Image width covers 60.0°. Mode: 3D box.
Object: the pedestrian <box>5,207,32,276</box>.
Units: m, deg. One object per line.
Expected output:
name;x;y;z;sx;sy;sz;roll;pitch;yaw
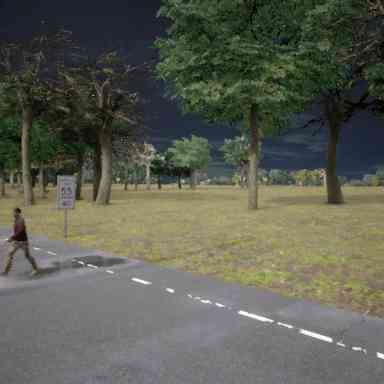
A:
pedestrian;-4.488;1.279;8.600;0.375;1.860;0.375;1;2;44
